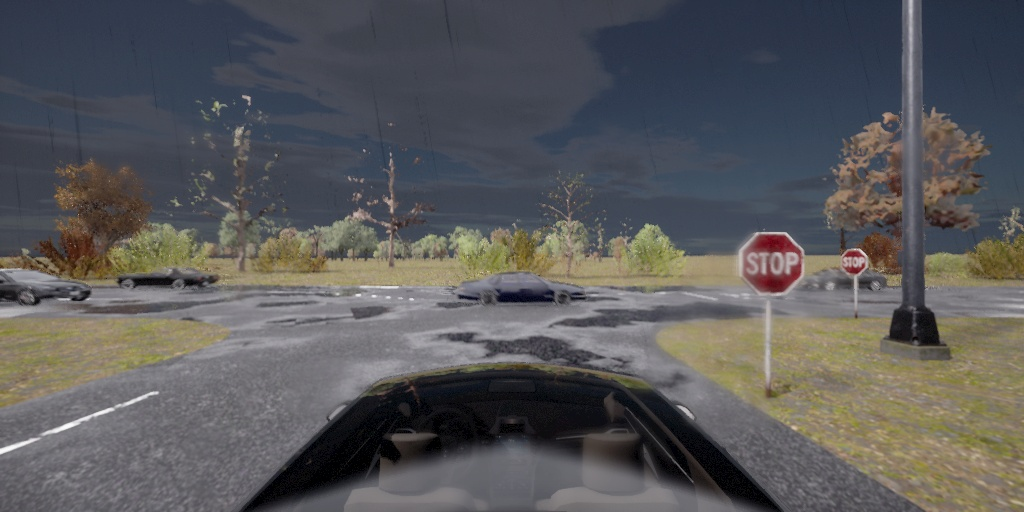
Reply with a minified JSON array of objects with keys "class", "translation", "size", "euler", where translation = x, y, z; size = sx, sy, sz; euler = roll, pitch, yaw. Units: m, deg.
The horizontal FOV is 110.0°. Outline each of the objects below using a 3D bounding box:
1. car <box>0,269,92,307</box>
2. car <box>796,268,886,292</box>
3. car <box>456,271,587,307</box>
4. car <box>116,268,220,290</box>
[{"class":"car","translation":[-20.410,1.269,14.761],"size":[4.674,1.442,1.812],"euler":[0,0,-2]},{"class":"car","translation":[20.887,1.511,22.856],"size":[4.892,1.490,1.837],"euler":[0,0,-2]},{"class":"car","translation":[0.364,1.369,15.310],"size":[5.357,1.411,2.033],"euler":[0,0,-1]},{"class":"car","translation":[-20.792,1.366,21.751],"size":[4.718,1.301,1.895],"euler":[0,0,-2]}]
